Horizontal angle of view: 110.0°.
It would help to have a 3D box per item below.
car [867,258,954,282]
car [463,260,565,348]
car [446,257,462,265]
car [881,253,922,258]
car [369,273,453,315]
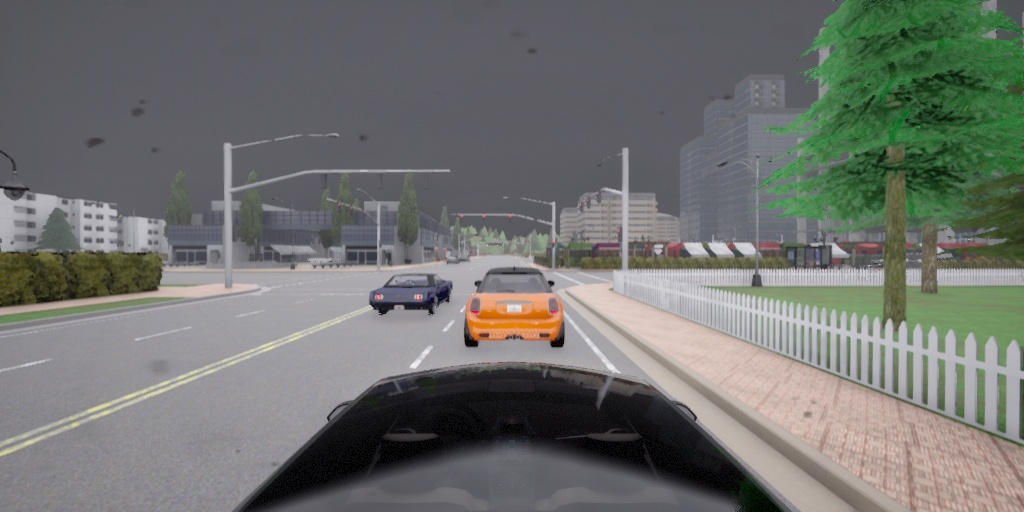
[{"bbox_3d":[28.819,1.083,25.756,4.892,1.490,1.837,0,0,-1],"label":"car"},{"bbox_3d":[0.064,1.048,9.268,2.097,1.767,4.553,0,0,0],"label":"car"},{"bbox_3d":[-10.541,0.833,63.833,1.812,1.442,4.674,0,1,1],"label":"car"},{"bbox_3d":[39.676,0.724,36.603,5.566,2.045,2.150,0,0,-1],"label":"car"},{"bbox_3d":[-3.416,1.269,13.135,1.895,1.301,4.718,0,0,0],"label":"car"}]
